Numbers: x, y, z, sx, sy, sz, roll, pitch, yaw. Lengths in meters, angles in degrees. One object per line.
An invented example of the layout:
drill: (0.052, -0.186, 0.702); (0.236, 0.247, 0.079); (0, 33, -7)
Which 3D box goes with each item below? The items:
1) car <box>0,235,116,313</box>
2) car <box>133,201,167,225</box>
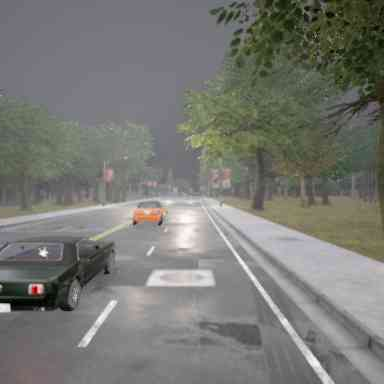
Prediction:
car: (-3.147, 1.644, 7.725); (1.895, 1.301, 4.718); (0, 0, 0)
car: (-3.096, 1.465, 25.232); (2.097, 1.767, 4.553); (0, 0, 0)
